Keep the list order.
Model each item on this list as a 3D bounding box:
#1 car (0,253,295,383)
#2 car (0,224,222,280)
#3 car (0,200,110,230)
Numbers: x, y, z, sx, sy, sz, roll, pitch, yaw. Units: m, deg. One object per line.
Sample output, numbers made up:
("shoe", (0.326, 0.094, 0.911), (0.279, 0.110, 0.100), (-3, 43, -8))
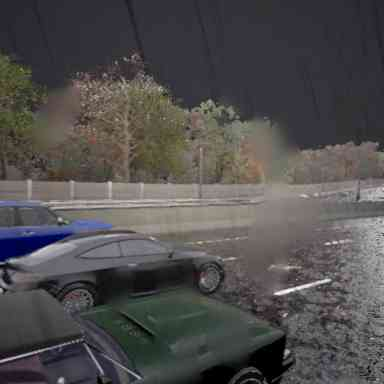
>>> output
("car", (-1.281, 1.602, 2.835), (4.718, 1.301, 1.895), (0, 0, -36))
("car", (-1.390, 1.530, 7.059), (4.674, 1.442, 1.812), (0, 0, -35))
("car", (-4.707, 1.223, 8.990), (5.566, 2.045, 2.150), (0, 0, -36))
